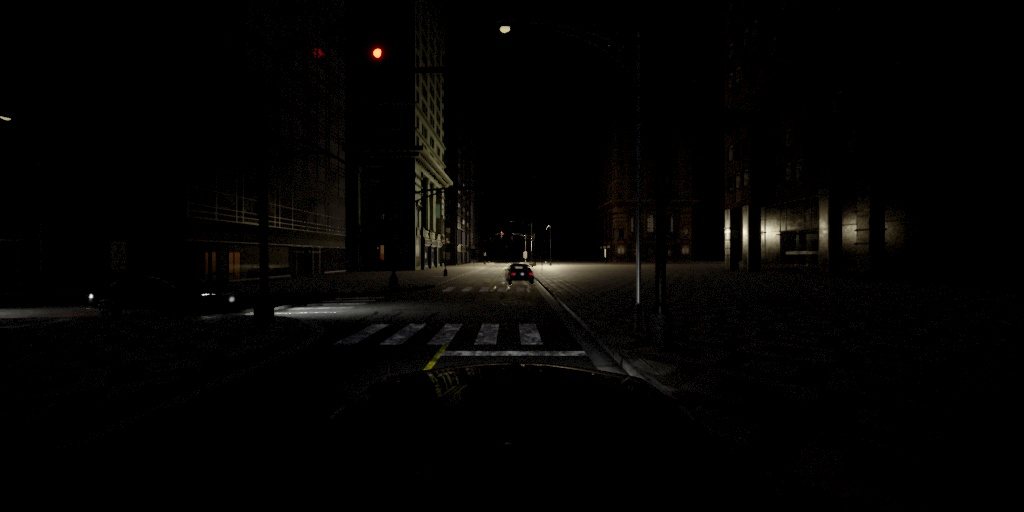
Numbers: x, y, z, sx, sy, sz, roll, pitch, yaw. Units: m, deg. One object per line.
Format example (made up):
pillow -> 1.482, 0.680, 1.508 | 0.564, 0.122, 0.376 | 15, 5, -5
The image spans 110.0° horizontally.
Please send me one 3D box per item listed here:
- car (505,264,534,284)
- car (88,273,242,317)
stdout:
car -> 0.500, 1.297, 27.143 | 2.033, 1.411, 5.357 | 0, 0, -5
car -> -13.072, 1.415, 13.675 | 4.902, 1.511, 2.128 | -1, 0, 2
